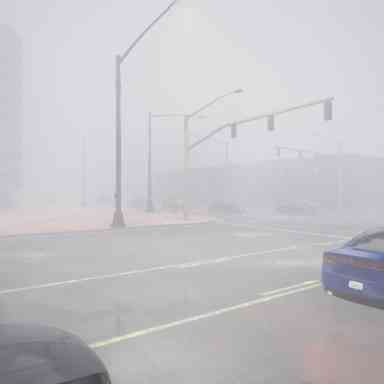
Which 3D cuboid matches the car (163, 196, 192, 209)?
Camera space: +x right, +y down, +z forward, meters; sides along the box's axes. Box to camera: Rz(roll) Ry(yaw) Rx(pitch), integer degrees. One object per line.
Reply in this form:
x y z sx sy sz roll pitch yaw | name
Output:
-1.994 1.352 44.219 2.097 1.767 4.553 0 0 -35 | car

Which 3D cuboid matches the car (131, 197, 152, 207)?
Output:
-7.979 1.491 52.621 2.128 1.511 4.902 0 0 -35 | car

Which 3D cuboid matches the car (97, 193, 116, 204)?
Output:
-16.922 1.218 65.305 2.150 2.045 5.566 0 0 -35 | car

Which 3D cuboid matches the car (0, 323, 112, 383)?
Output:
-2.842 1.505 1.727 4.892 1.490 1.837 0 0 -35 | car

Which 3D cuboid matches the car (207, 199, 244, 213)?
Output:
3.602 1.492 36.379 2.128 1.511 4.902 0 0 -35 | car

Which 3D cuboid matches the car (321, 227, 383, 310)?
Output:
4.890 1.478 7.235 5.008 1.535 1.882 0 0 -35 | car

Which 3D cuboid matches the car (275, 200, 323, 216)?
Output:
10.539 1.526 32.876 4.674 1.442 1.812 0 1 45 | car
